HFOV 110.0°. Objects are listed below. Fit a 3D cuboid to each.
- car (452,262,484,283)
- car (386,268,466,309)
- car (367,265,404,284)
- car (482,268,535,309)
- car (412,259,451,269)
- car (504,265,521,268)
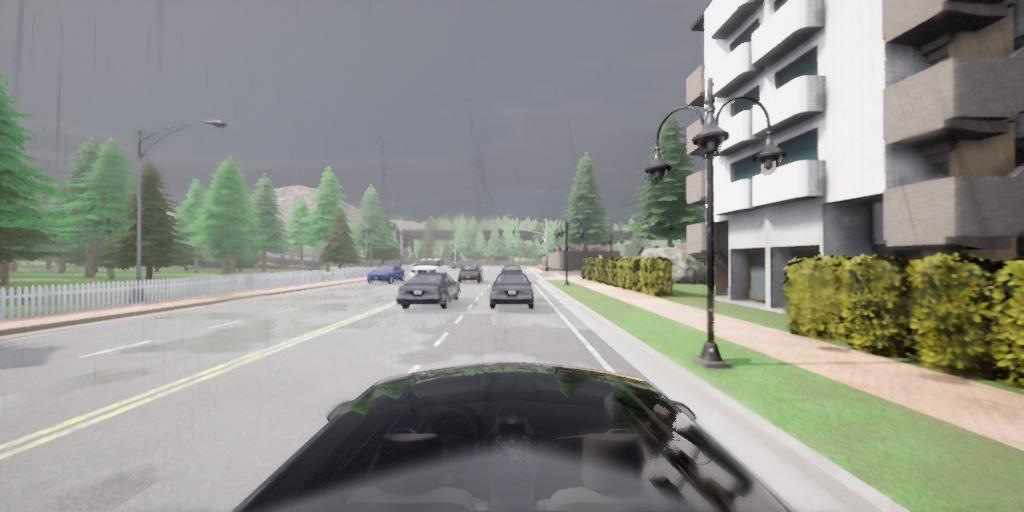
[{"bbox_3d":[-3.503,1.523,31.146,2.128,1.511,4.902,0,0,0],"label":"car"},{"bbox_3d":[-3.502,1.432,15.838,2.033,1.411,5.357,0,-1,0],"label":"car"},{"bbox_3d":[-10.511,1.501,30.243,1.882,1.535,5.008,0,-1,0],"label":"car"},{"bbox_3d":[-0.002,1.432,15.839,2.033,1.411,5.357,0,-1,0],"label":"car"},{"bbox_3d":[-7.008,1.232,30.686,2.150,2.045,5.566,0,-1,0],"label":"car"},{"bbox_3d":[0.053,1.510,31.310,1.882,1.535,5.008,0,0,2],"label":"car"}]
